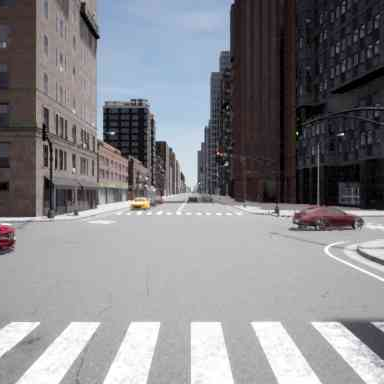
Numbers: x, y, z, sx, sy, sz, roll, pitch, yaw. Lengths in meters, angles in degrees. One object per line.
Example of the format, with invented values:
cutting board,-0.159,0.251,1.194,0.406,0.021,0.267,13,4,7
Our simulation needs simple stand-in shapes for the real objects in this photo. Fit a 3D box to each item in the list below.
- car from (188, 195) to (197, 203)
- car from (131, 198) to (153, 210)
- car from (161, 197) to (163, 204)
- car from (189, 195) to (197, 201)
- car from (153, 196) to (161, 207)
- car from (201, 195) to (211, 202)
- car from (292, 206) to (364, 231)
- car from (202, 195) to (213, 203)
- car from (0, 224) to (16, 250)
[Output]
car,0.129,1.485,70.970,1.882,1.535,5.008,0,0,0
car,-6.521,1.486,42.196,1.882,1.535,5.008,0,0,0
car,-6.450,1.488,61.867,1.882,1.535,5.008,0,0,0
car,0.148,1.452,81.389,1.882,1.535,5.008,0,0,0
car,-6.490,1.574,51.446,1.994,1.385,4.181,0,0,1
car,3.398,1.500,81.384,2.128,1.511,4.902,0,0,0
car,8.547,1.626,20.989,4.674,1.442,1.812,1,0,-19
car,3.379,1.532,70.964,2.128,1.511,4.902,0,0,0
car,-8.869,1.409,11.462,5.008,1.535,1.882,1,1,-18
